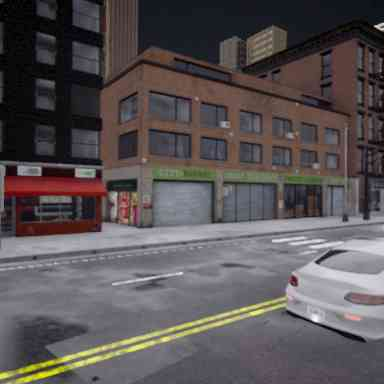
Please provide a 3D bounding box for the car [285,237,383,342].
[{"bbox_3d":[3.686,1.569,6.070,4.674,1.442,1.812,0,0,-34],"label":"car"}]
